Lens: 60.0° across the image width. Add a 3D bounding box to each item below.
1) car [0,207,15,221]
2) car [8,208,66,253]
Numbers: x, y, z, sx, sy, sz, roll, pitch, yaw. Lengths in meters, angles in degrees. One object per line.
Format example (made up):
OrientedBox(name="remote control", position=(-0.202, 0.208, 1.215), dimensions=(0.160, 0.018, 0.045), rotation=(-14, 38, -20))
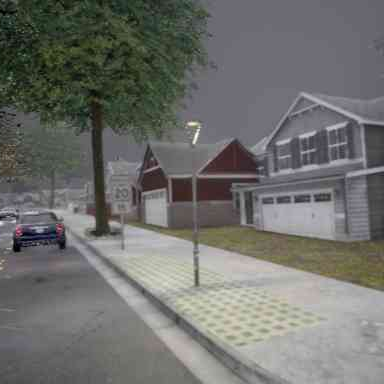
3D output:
OrientedBox(name="car", position=(-21.318, 2.517, 38.920), dimensions=(1.812, 1.442, 4.674), rotation=(-1, -1, -26))
OrientedBox(name="car", position=(-7.301, 1.696, 16.023), dimensions=(2.097, 1.767, 4.553), rotation=(-2, 0, -24))
